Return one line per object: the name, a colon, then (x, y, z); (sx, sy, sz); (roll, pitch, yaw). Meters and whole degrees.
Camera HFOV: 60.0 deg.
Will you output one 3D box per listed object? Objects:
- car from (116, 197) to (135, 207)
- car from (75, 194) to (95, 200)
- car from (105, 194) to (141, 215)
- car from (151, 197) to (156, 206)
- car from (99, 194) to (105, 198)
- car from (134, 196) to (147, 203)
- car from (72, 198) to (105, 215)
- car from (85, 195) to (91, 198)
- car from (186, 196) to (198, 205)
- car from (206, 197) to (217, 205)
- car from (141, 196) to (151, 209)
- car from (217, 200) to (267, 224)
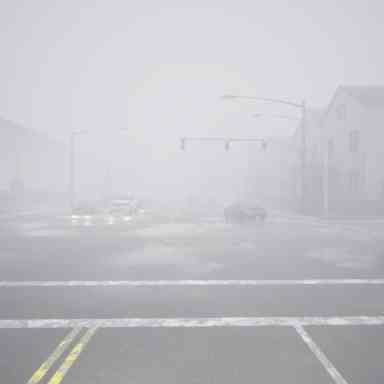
car: (-10.549, 1.545, 53.316); (2.033, 1.411, 5.357); (0, 0, 0)
car: (-28.890, 1.448, 89.760); (2.038, 1.542, 4.974); (0, 0, 29)
car: (-7.070, 1.220, 34.691); (2.150, 2.045, 5.566); (0, 0, 0)
car: (-7.040, 1.475, 54.631); (1.882, 1.535, 5.008); (0, 0, 0)
car: (-10.562, 1.219, 42.921); (2.150, 2.045, 5.566); (0, 0, 0)
car: (-10.450, 1.522, 67.714); (1.812, 1.442, 4.674); (0, 0, 0)
car: (-10.570, 1.562, 33.662); (1.994, 1.385, 4.181); (0, 0, 0)
car: (-28.105, 1.448, 84.393); (2.038, 1.542, 4.974); (0, 0, -36)
car: (0.052, 1.488, 58.646); (2.128, 1.511, 4.902); (0, 0, 0)
car: (3.551, 1.596, 58.673); (1.895, 1.301, 4.718); (0, 0, 0)
car: (-7.060, 1.503, 44.243); (1.837, 1.490, 4.892); (0, 0, 0)
car: (3.804, 1.497, 24.615); (2.128, 1.511, 4.902); (0, 0, -14)
